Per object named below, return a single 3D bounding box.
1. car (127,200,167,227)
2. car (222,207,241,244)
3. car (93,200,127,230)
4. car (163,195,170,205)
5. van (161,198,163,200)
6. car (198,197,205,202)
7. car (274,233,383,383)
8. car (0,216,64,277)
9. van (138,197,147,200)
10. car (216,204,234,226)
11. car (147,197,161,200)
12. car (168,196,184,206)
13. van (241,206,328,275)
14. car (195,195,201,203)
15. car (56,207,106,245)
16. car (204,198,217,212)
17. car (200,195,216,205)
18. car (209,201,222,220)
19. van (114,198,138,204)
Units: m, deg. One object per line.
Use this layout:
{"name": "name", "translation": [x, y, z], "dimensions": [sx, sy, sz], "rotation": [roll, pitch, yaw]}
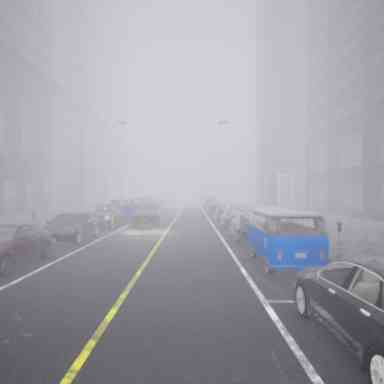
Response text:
{"name": "car", "translation": [-3.104, 1.588, 24.061], "dimensions": [1.882, 1.535, 5.008], "rotation": [0, 0, 0]}
{"name": "car", "translation": [2.758, 1.623, 15.936], "dimensions": [2.008, 1.369, 4.403], "rotation": [0, 0, 0]}
{"name": "car", "translation": [-5.768, 1.539, 21.556], "dimensions": [1.967, 1.590, 4.097], "rotation": [0, 0, 0]}
{"name": "car", "translation": [-5.776, 1.880, 66.647], "dimensions": [1.887, 1.381, 4.507], "rotation": [0, 0, 0]}
{"name": "van", "translation": [-5.773, 1.583, 49.737], "dimensions": [1.690, 1.788, 3.998], "rotation": [0, 0, 0]}
{"name": "car", "translation": [2.744, 2.027, 95.012], "dimensions": [1.752, 1.417, 4.829], "rotation": [0, 0, 0]}
{"name": "car", "translation": [2.760, 1.571, 4.663], "dimensions": [2.008, 1.369, 4.403], "rotation": [0, 0, 0]}
{"name": "car", "translation": [-5.766, 1.628, 10.282], "dimensions": [1.802, 1.307, 4.206], "rotation": [0, 0, 0]}
{"name": "van", "translation": [-5.771, 1.496, 32.829], "dimensions": [1.690, 1.788, 3.998], "rotation": [0, 0, 0]}
{"name": "car", "translation": [2.757, 1.680, 21.572], "dimensions": [1.802, 1.307, 4.206], "rotation": [0, 0, 0]}
{"name": "car", "translation": [-5.773, 1.527, 44.101], "dimensions": [2.192, 1.841, 5.009], "rotation": [0, 0, 0]}
{"name": "car", "translation": [-3.030, 1.922, 64.296], "dimensions": [1.895, 1.301, 4.718], "rotation": [0, 0, 1]}
{"name": "van", "translation": [2.758, 1.387, 10.300], "dimensions": [1.690, 1.788, 3.998], "rotation": [0, 0, 0]}
{"name": "car", "translation": [2.374, 1.761, 79.219], "dimensions": [2.097, 1.767, 4.553], "rotation": [0, 0, 0]}
{"name": "car", "translation": [-5.767, 1.638, 15.918], "dimensions": [1.947, 1.339, 4.313], "rotation": [0, 0, 0]}
{"name": "car", "translation": [2.754, 1.728, 38.480], "dimensions": [1.887, 1.381, 4.507], "rotation": [0, 0, 0]}
{"name": "car", "translation": [2.751, 1.557, 49.754], "dimensions": [2.192, 1.841, 5.009], "rotation": [0, 0, 0]}
{"name": "car", "translation": [2.756, 1.677, 27.208], "dimensions": [2.008, 1.369, 4.403], "rotation": [0, 0, 0]}
{"name": "van", "translation": [-5.770, 1.467, 27.192], "dimensions": [1.690, 1.788, 3.998], "rotation": [0, 0, 0]}
